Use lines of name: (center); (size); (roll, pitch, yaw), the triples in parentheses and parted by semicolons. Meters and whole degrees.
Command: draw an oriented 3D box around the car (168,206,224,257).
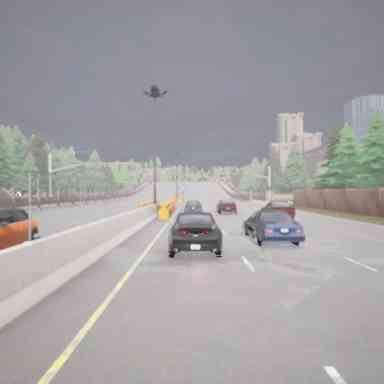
car: (0.113, 1.508, 12.948); (1.837, 1.490, 4.892); (0, 0, 0)

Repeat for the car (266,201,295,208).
car: (7.127, 1.490, 27.834); (1.882, 1.535, 5.008); (0, 0, 0)

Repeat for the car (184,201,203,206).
car: (0.134, 1.558, 32.929); (2.033, 1.411, 5.357); (0, 0, 0)

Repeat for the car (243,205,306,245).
car: (3.615, 1.554, 15.495); (2.033, 1.411, 5.357); (0, 0, 0)

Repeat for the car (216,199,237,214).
car: (3.636, 1.491, 35.702); (1.882, 1.535, 5.008); (0, 0, 0)
